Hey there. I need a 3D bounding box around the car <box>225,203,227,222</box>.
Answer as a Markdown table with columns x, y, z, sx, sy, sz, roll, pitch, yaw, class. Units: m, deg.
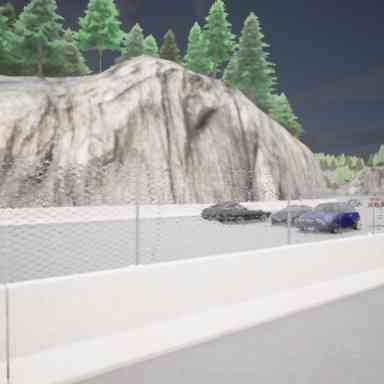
| x | y | z | sx | sy | sz | roll | pitch | yaw | class |
| --- | --- | --- | --- | --- | --- | --- | --- | --- | --- |
| 3.983 | 1.717 | 25.348 | 4.718 | 1.301 | 1.895 | 0 | 0 | -42 | car |
